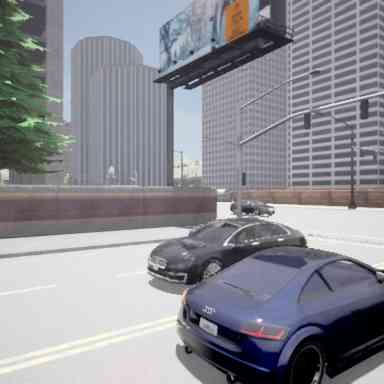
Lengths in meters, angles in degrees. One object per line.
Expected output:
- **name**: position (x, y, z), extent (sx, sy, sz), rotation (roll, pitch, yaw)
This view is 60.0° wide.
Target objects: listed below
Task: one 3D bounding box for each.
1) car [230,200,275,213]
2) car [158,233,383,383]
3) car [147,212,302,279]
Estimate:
- **car**: position (5.666, 1.486, 31.551), extent (2.128, 1.511, 4.902), rotation (0, 0, -34)
- **car**: position (1.837, 1.563, 5.099), extent (4.181, 1.385, 1.994), rotation (0, 0, -35)
- **car**: position (1.144, 1.503, 9.096), extent (4.892, 1.490, 1.837), rotation (0, 0, -35)
